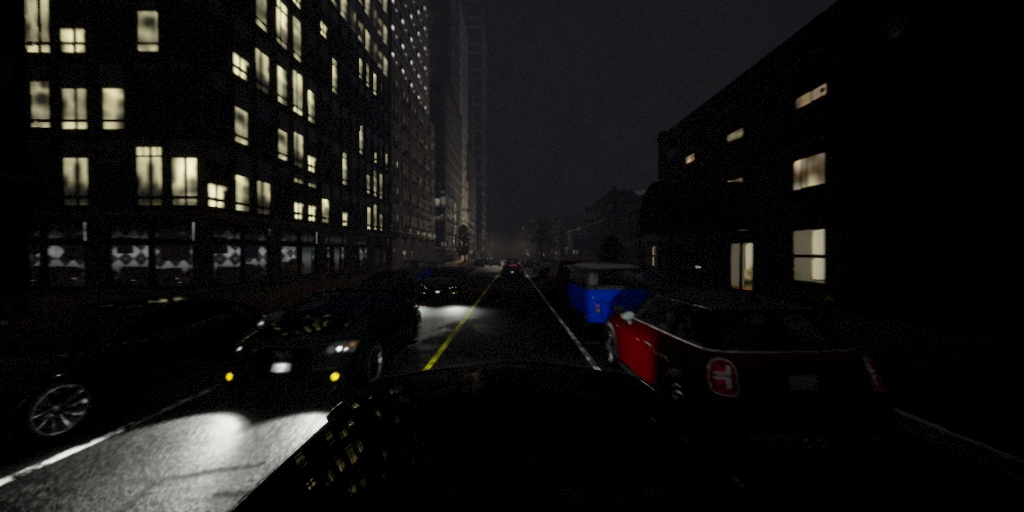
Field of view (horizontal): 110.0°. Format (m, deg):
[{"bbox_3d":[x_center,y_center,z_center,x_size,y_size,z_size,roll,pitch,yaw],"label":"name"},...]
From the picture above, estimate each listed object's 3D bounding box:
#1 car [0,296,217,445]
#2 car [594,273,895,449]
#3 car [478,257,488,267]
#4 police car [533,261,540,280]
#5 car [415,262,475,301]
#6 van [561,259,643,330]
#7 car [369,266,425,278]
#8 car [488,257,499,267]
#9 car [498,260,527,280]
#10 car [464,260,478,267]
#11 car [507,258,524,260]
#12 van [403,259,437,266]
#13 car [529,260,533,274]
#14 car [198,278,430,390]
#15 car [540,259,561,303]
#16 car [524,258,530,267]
[{"bbox_3d":[-5.657,1.313,5.292,1.948,1.339,4.313,0,0,0],"label":"car"},{"bbox_3d":[2.691,1.186,5.235,1.967,1.591,4.097,0,0,0],"label":"car"},{"bbox_3d":[-5.638,1.263,61.733,1.948,1.339,4.313,0,0,0],"label":"car"},{"bbox_3d":[3.144,1.147,31.252,1.930,1.638,5.238,0,0,0],"label":"police car"},{"bbox_3d":[-3.085,1.241,17.284,1.837,1.490,4.892,0,0,0],"label":"car"},{"bbox_3d":[2.693,1.082,10.879,1.690,1.789,3.998,0,0,0],"label":"van"},{"bbox_3d":[-5.653,1.302,16.581,1.948,1.339,4.313,0,0,0],"label":"car"},{"bbox_3d":[-3.006,1.220,63.638,1.812,1.442,4.674,0,0,1],"label":"car"},{"bbox_3d":[0.050,1.287,31.477,1.994,1.385,4.181,0,0,1],"label":"car"},{"bbox_3d":[-5.644,1.237,44.631,1.751,1.417,4.829,0,0,0],"label":"car"},{"bbox_3d":[0.090,1.061,45.818,2.097,1.767,4.553,0,0,0],"label":"car"},{"bbox_3d":[-5.651,1.072,22.225,1.690,1.789,3.998,0,0,0],"label":"van"},{"bbox_3d":[3.158,1.220,38.143,1.837,1.490,4.892,0,0,0],"label":"car"},{"bbox_3d":[-3.097,1.310,6.798,1.994,1.385,4.181,0,0,0],"label":"car"},{"bbox_3d":[2.694,1.051,16.523,2.192,1.841,5.009,0,0,0],"label":"car"},{"bbox_3d":[2.708,1.268,56.032,1.948,1.339,4.313,0,0,0],"label":"car"}]
